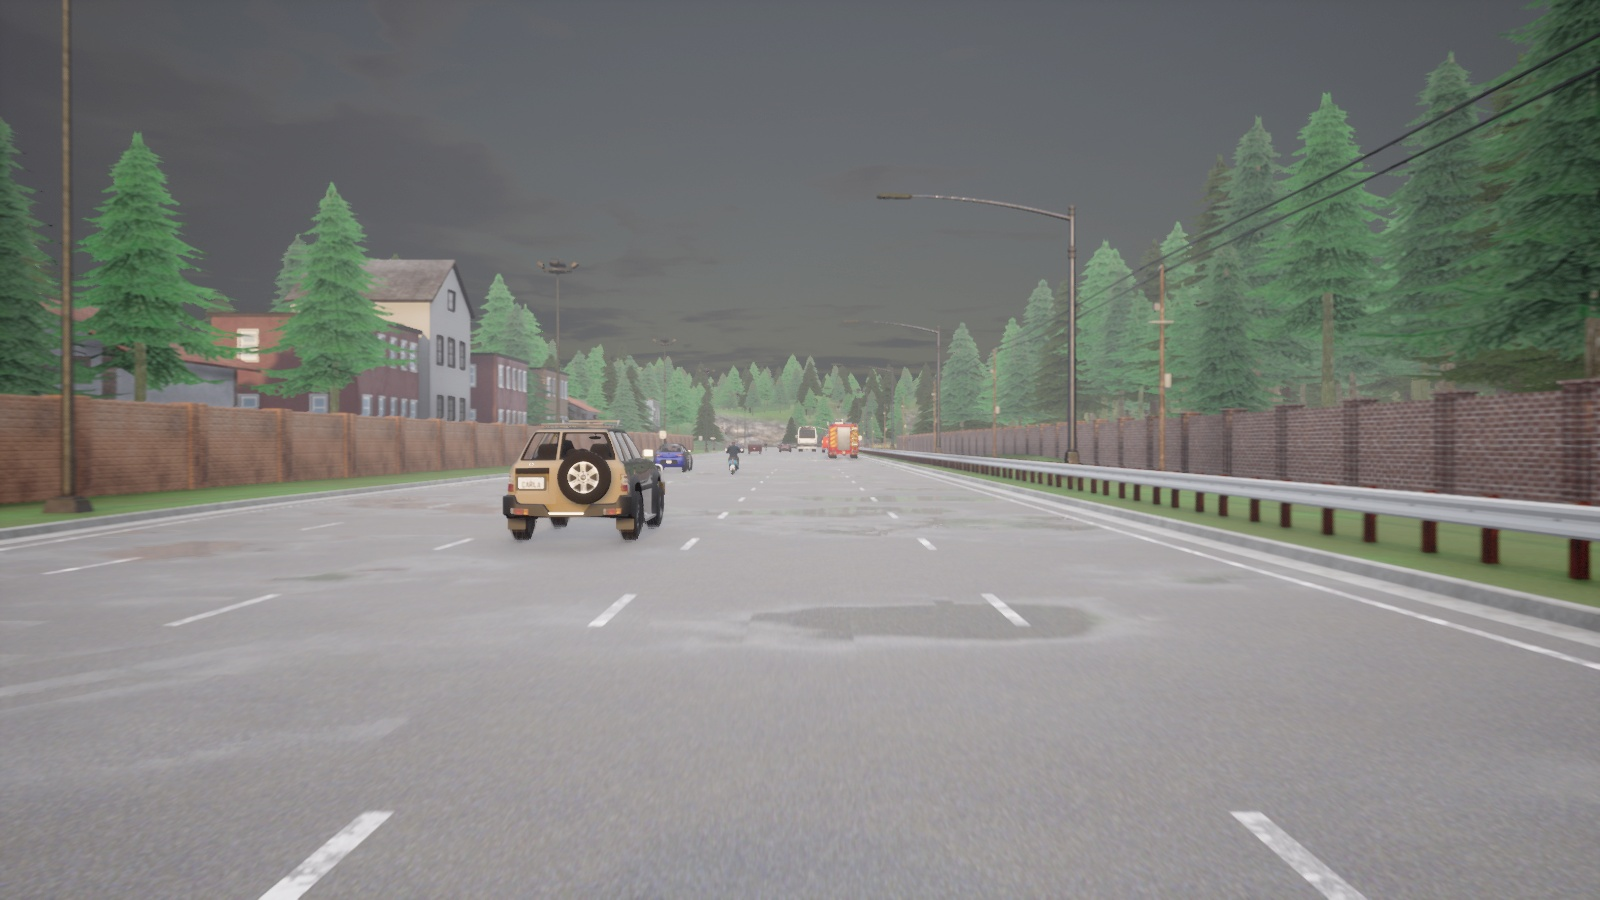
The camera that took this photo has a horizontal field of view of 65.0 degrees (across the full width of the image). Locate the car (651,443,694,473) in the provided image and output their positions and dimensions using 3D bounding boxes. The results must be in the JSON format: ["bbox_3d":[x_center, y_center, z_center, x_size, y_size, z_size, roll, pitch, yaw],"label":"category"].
[{"bbox_3d":[-6.613,0.389,65.538,1.816,1.474,4.193,0,0,0],"label":"car"}]

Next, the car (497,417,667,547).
[{"bbox_3d":[-3.369,0.447,20.348,1.932,1.855,4.605,0,0,0],"label":"car"}]
